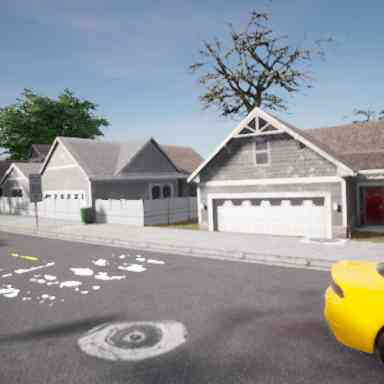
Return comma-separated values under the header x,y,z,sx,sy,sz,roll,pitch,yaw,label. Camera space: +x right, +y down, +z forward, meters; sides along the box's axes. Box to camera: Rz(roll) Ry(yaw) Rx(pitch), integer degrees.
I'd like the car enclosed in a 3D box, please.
x,y,z,sx,sy,sz,roll,pitch,yaw,label
4.281,1.488,3.968,5.008,1.535,1.882,0,0,30,car
